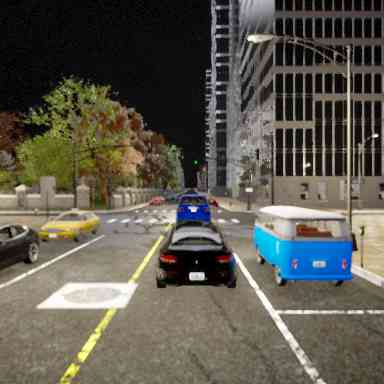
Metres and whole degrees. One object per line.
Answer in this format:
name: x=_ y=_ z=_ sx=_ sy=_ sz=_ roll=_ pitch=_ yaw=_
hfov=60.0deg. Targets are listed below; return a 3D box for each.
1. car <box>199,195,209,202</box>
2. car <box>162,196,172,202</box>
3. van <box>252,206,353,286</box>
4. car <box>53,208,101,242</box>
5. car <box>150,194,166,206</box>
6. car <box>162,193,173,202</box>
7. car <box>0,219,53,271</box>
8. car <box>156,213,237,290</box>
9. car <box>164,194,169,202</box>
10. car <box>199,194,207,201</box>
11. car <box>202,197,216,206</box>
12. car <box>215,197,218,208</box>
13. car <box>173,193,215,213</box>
car: x=2.689 y=1.473 z=75.624 sx=1.947 sy=1.339 sz=4.313 roll=0 pitch=0 yaw=0
car: x=-5.692 y=1.490 z=75.628 sx=1.802 sy=1.307 sz=4.206 roll=0 pitch=0 yaw=0
van: x=2.775 y=1.332 z=9.094 sx=1.690 sy=1.788 sz=3.998 roll=0 pitch=0 yaw=0
car: x=-5.818 y=1.508 z=16.326 sx=1.752 sy=1.417 sz=4.829 roll=0 pitch=0 yaw=0
car: x=-5.691 y=1.484 z=52.897 sx=1.887 sy=1.381 sz=4.507 roll=0 pitch=0 yaw=0
car: x=-5.691 y=1.232 z=69.946 sx=2.192 sy=1.841 sz=5.009 roll=0 pitch=0 yaw=0
car: x=-5.769 y=1.557 z=9.092 sx=1.947 sy=1.339 sz=4.313 roll=0 pitch=0 yaw=0
car: x=0.104 y=1.516 z=8.968 sx=1.812 sy=1.442 sz=4.674 roll=0 pitch=0 yaw=0
car: x=-5.691 y=1.483 z=58.580 sx=2.008 sy=1.369 sz=4.403 roll=0 pitch=0 yaw=0
car: x=2.689 y=1.336 z=81.305 sx=1.967 sy=1.590 sz=4.097 roll=0 pitch=0 yaw=0
car: x=2.690 y=1.505 z=52.900 sx=1.947 sy=1.339 sz=4.313 roll=0 pitch=0 yaw=0
car: x=2.691 y=1.386 z=47.219 sx=1.967 sy=1.590 sz=4.097 roll=0 pitch=0 yaw=0
car: x=0.099 y=1.194 z=22.266 sx=2.150 sy=2.045 sz=5.566 roll=0 pitch=0 yaw=0
